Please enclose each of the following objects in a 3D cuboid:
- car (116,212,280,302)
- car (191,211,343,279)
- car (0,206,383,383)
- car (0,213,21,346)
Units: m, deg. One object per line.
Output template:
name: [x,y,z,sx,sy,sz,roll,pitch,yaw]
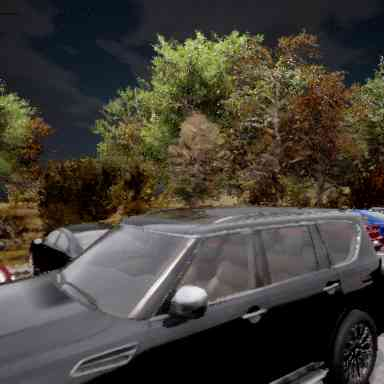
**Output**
car: [-0.168,1.483,9.472,2.097,1.535,5.008,0,0,-36]
car: [2.217,1.515,11.205,2.163,1.488,4.792,0,0,-36]
car: [0.015,1.223,3.695,5.566,2.045,2.150,0,0,-35]
car: [-4.780,1.354,6.213,2.185,1.767,4.553,0,0,-36]
